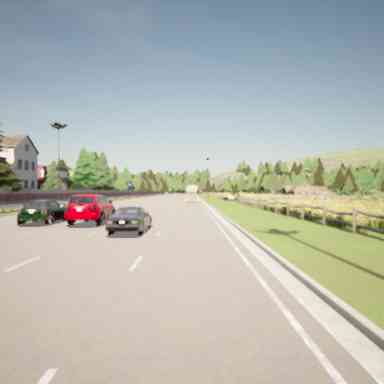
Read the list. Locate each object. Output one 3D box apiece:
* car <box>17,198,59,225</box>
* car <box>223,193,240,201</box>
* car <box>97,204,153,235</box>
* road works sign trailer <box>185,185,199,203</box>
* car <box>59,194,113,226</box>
[{"bbox_3d":[-10.403,1.312,23.663,2.097,1.767,4.553,0,0,0],"label":"car"},{"bbox_3d":[8.913,1.084,74.739,3.866,1.878,1.905,0,0,0],"label":"car"},{"bbox_3d":[-3.402,1.516,18.645,2.033,1.411,5.357,0,0,0],"label":"car"},{"bbox_3d":[-0.008,0.352,65.733,2.380,3.560,2.880,0,0,0],"label":"road works sign trailer"},{"bbox_3d":[-6.902,1.182,23.059,2.150,2.045,5.566,0,0,0],"label":"car"}]
